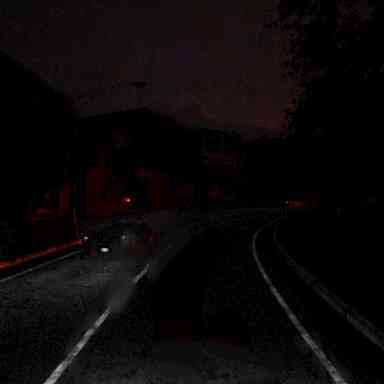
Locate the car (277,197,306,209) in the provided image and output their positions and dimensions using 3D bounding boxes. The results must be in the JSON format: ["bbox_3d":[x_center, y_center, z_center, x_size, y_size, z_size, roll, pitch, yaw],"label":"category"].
[{"bbox_3d":[14.792,1.560,49.448,4.553,1.767,2.097,-1,0,-33],"label":"car"}]

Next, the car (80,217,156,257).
[{"bbox_3d":[-2.884,1.756,13.911,1.895,1.301,4.718,0,-1,5],"label":"car"}]
